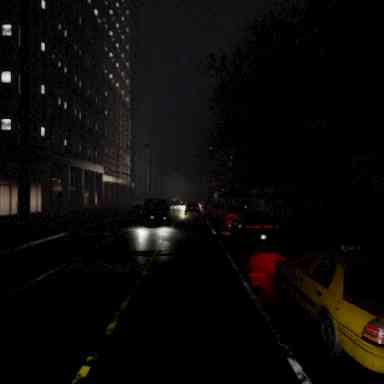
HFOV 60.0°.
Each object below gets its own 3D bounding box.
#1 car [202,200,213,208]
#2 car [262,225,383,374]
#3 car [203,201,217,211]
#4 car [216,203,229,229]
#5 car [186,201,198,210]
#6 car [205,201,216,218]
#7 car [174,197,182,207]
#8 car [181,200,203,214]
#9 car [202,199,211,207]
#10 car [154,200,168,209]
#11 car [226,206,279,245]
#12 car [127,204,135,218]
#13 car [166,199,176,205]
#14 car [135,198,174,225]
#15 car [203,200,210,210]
[{"bbox_3d":[2.812,2.178,62.084,1.887,1.381,4.507,0,-1,1],"label":"car"},{"bbox_3d":[2.701,1.586,5.933,1.752,1.417,4.829,0,-1,0],"label":"car"},{"bbox_3d":[2.705,2.061,50.802,1.887,1.381,4.507,0,-1,0],"label":"car"},{"bbox_3d":[2.984,1.714,23.415,1.882,1.535,5.008,0,-1,0],"label":"car"},{"bbox_3d":[0.009,2.144,53.443,1.895,1.301,4.718,0,-1,1],"label":"car"},{"bbox_3d":[2.664,1.887,33.890,1.887,1.381,4.507,0,-1,0],"label":"car"},{"bbox_3d":[-2.574,2.200,67.482,2.033,1.411,5.357,0,-1,1],"label":"car"},{"bbox_3d":[0.035,1.969,41.632,2.033,1.411,5.357,0,-1,1],"label":"car"},{"bbox_3d":[2.891,2.219,67.893,1.752,1.417,4.829,0,-1,1],"label":"car"},{"bbox_3d":[-5.272,2.122,56.677,1.887,1.381,4.507,0,-1,0],"label":"car"},{"bbox_3d":[2.999,1.669,16.415,1.837,1.490,4.892,0,-1,0],"label":"car"},{"bbox_3d":[-5.507,1.912,34.184,1.947,1.339,4.313,0,-1,0],"label":"car"},{"bbox_3d":[-4.936,2.378,79.178,1.947,1.339,4.313,0,-1,1],"label":"car"},{"bbox_3d":[-2.884,1.492,26.746,2.150,2.045,5.566,0,-1,0],"label":"car"},{"bbox_3d":[2.662,1.951,39.523,2.008,1.369,4.403,0,-1,0],"label":"car"}]
